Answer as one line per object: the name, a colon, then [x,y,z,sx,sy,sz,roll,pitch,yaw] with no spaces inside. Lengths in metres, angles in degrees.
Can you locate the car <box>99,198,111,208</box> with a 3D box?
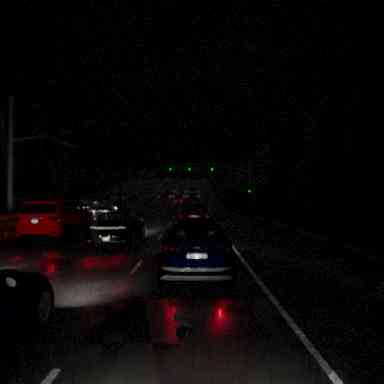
car: [-14.009,2.075,52.147,1.812,1.442,4.674,0,-1,0]

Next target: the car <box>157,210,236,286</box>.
car: [0.113,1.534,9.698,2.033,1.649,4.856,0,-1,0]

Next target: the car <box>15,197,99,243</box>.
car: [-6.871,1.406,17.272,2.150,2.045,5.566,0,-1,1]

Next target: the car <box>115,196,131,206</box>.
car: [-13.903,2.033,65.933,1.812,1.442,4.674,0,1,0]

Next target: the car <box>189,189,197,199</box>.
car: [0.216,0.855,83.761,1.994,1.385,4.181,0,6,0]

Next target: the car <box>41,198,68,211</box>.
car: [-21.067,1.895,51.143,2.097,1.767,4.553,0,-1,2]

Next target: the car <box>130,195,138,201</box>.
car: [-13.828,1.418,77.594,2.033,1.411,5.357,0,4,0]

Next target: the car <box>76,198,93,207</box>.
car: [-20.903,2.057,65.103,1.812,1.442,4.674,0,1,0]

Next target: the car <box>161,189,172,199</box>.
car: [-6.790,0.918,82.981,2.033,1.411,5.357,0,6,0]

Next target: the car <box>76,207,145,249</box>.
car: [-3.379,1.658,15.515,2.128,1.511,4.902,0,-1,0]

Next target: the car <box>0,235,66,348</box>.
car: [-3.397,1.570,4.084,1.812,1.442,4.674,0,-1,0]

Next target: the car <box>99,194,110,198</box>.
car: [-20.822,1.293,78.485,1.882,1.535,5.008,0,4,0]

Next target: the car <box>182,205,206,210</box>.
car: [0.131,1.580,21.371,2.097,1.767,4.553,0,-1,0]

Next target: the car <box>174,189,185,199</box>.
car: [-3.287,0.865,83.368,1.812,1.442,4.674,0,6,0]
